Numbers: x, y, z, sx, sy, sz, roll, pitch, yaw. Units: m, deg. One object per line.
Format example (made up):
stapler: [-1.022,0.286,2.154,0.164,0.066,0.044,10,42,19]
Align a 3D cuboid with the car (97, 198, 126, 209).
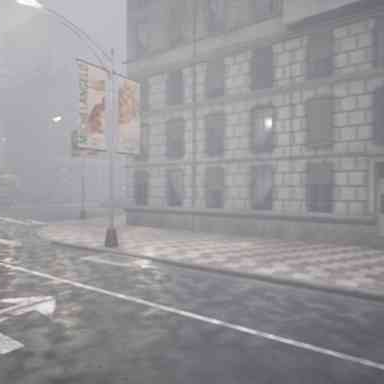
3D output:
car: [-9.818,1.403,41.973,1.994,1.385,4.181,0,0,37]
